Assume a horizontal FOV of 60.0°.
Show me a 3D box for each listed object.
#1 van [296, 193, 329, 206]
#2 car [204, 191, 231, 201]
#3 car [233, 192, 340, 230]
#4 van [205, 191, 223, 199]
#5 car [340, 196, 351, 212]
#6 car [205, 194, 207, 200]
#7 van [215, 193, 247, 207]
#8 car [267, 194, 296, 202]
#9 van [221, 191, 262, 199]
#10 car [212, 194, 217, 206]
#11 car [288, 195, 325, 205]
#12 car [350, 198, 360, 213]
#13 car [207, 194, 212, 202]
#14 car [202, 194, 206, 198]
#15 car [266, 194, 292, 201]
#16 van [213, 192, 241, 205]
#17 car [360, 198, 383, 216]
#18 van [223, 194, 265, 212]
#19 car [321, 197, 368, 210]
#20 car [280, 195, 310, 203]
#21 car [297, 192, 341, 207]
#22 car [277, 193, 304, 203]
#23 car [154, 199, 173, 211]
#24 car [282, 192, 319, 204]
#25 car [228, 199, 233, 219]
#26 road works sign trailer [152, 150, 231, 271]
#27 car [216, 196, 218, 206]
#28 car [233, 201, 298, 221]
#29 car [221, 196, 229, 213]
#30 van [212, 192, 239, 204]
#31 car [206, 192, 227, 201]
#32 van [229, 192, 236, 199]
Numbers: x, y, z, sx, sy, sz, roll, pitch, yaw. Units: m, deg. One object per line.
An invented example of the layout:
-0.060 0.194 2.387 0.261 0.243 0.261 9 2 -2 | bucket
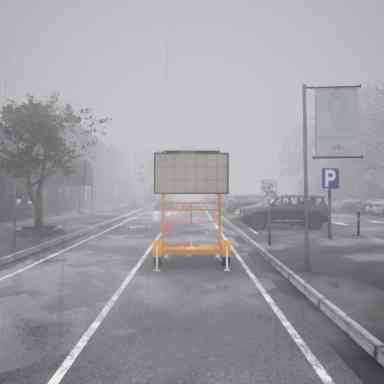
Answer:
18.780 1.100 52.028 4.442 1.987 1.878 0 1 0 | van
5.490 0.890 71.039 5.566 2.045 2.435 0 1 0 | car
5.664 1.210 20.574 5.566 2.045 2.435 0 0 0 | car
5.363 0.807 82.252 4.442 1.987 1.878 0 1 0 | van
18.716 1.433 35.369 5.008 1.535 2.097 0 0 0 | car
5.535 1.235 65.436 4.674 1.452 2.002 0 1 0 | car
5.712 1.131 48.617 4.442 1.987 1.878 0 0 0 | van
18.421 1.162 68.681 5.366 1.575 1.946 0 1 0 | car
5.528 1.209 34.594 4.442 1.987 1.878 0 0 0 | van
5.612 1.379 45.811 4.892 1.521 2.231 0 0 0 | car
18.840 1.296 54.804 5.366 1.575 1.946 0 1 0 | car
18.725 1.441 32.591 4.892 1.521 2.231 0 0 0 | car
5.558 1.079 51.417 5.566 2.045 2.435 0 1 0 | car
5.499 0.917 68.236 5.566 2.045 2.435 0 1 0 | car
18.602 1.140 71.459 4.892 1.521 2.231 0 1 0 | car
5.693 1.078 54.221 4.442 1.987 1.878 0 1 0 | van
18.712 1.194 29.817 5.566 2.045 2.435 0 0 0 | car
5.751 1.199 37.396 4.442 1.987 1.878 0 0 0 | van
18.672 1.443 40.918 4.792 1.488 2.163 0 0 0 | car
18.606 1.275 60.355 4.792 1.488 2.163 0 1 0 | car
18.702 1.101 49.251 5.566 2.045 2.435 0 1 0 | car
18.656 1.093 63.131 4.553 1.767 2.185 0 1 0 | car
-3.332 1.503 39.355 1.895 1.301 4.718 0 0 0 | car
18.673 1.021 57.578 5.566 2.045 2.435 0 1 0 | car
5.498 1.453 23.378 5.366 1.575 1.946 0 0 0 | car
-0.027 0.458 10.831 2.380 3.560 2.880 0 0 -1 | road works sign trailer
5.654 1.444 40.200 4.792 1.488 2.163 0 0 0 | car
5.676 1.491 26.181 4.674 1.452 2.002 0 0 0 | car
5.649 1.441 31.788 5.008 1.535 2.097 0 0 0 | car
5.683 1.051 57.024 4.442 1.987 1.878 0 1 0 | van
5.477 0.989 73.844 4.553 1.767 2.185 0 1 0 | car
5.780 1.220 28.985 4.442 1.987 1.878 0 0 0 | van
